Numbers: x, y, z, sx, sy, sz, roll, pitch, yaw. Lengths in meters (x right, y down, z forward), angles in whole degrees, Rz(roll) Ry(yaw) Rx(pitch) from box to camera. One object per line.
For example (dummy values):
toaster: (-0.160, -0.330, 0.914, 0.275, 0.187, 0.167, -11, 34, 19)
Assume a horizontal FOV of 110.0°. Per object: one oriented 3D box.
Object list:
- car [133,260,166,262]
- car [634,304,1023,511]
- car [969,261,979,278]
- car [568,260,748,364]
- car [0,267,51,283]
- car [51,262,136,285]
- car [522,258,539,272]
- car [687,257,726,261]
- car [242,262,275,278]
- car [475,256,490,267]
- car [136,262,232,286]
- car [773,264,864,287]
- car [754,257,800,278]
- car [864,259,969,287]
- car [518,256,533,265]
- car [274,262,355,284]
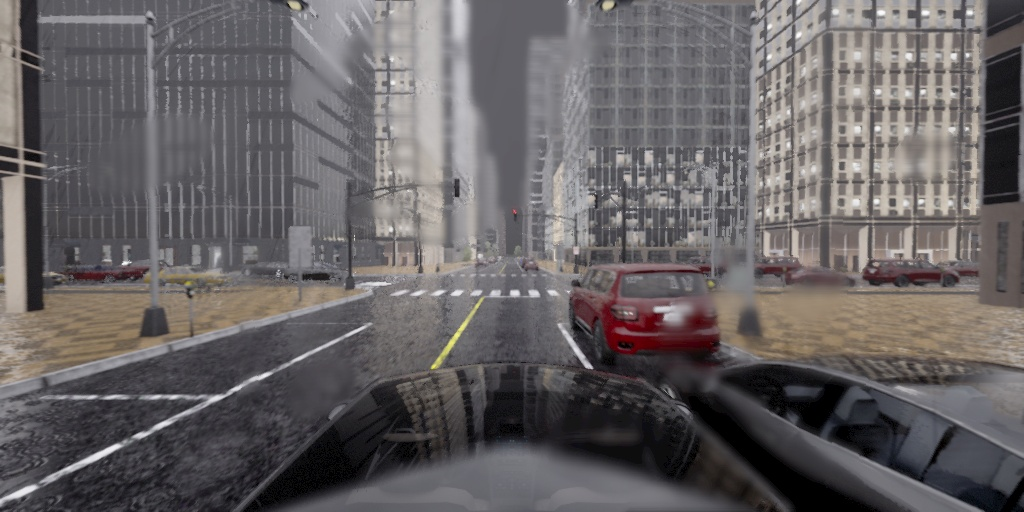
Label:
car: (-32.566, 1.047, 31.676, 4.097, 1.591, 1.967, 0, 0, 0)
car: (2.565, 1.315, 2.413, 1.948, 1.339, 4.313, 0, 0, 0)
car: (39.260, 1.152, 31.850, 4.097, 1.591, 1.967, 0, 0, 0)
car: (2.564, 1.058, 8.062, 2.192, 1.841, 5.009, 0, 0, 0)
car: (-32.377, 1.260, 23.680, 4.829, 1.417, 1.751, 0, 0, 0)
car: (-30.068, 1.299, 26.298, 4.718, 1.301, 1.895, 0, 1, 0)
car: (2.530, 1.278, 45.995, 1.802, 1.307, 4.207, 0, 0, 0)
car: (16.560, 0.996, 31.862, 5.009, 1.841, 2.192, 0, 0, 0)
car: (-21.451, 1.175, 31.773, 4.403, 1.370, 2.007, 0, 0, 0)
car: (-5.318, 1.112, 62.544, 1.967, 1.591, 4.097, 0, 0, 0)
car: (-21.262, 1.278, 23.635, 4.829, 1.417, 1.751, 0, 0, 0)
car: (20.180, 1.397, 23.732, 4.207, 1.307, 1.802, 0, 0, 0)
car: (22.891, 1.004, 31.877, 5.009, 1.841, 2.192, 0, 0, 0)
car: (26.218, 1.138, 23.746, 5.009, 1.841, 2.192, 0, 0, 0)
car: (2.551, 0.995, 57.045, 2.192, 1.841, 5.009, 0, 0, 0)
car: (-14.117, 1.218, 26.334, 4.902, 1.511, 2.128, 0, 1, 0)
